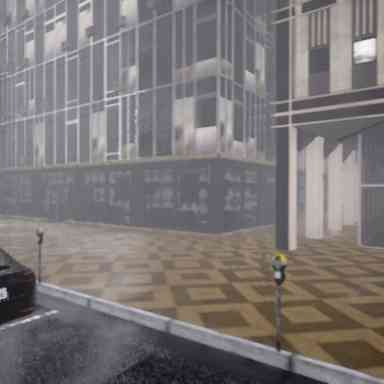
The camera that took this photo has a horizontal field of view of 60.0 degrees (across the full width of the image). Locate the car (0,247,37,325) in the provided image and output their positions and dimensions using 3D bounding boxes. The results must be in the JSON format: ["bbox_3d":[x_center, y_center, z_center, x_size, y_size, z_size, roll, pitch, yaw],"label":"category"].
[{"bbox_3d":[-4.594,1.567,6.141,4.313,1.339,1.947,0,0,35],"label":"car"}]
